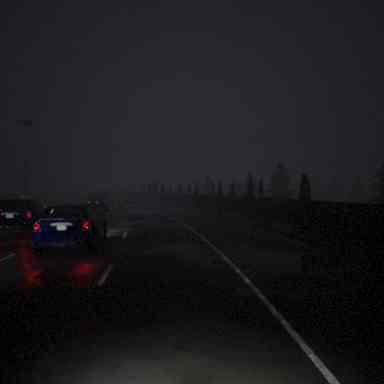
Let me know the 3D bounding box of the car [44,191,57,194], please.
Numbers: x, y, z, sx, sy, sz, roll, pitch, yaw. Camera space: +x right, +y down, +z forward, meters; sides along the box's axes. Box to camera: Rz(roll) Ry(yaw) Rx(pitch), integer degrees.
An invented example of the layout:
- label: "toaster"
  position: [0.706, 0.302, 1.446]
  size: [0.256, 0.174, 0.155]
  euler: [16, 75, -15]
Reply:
- label: "car"
  position: [-32.381, 0.477, 75.408]
  size: [4.892, 1.490, 1.837]
  euler: [1, 1, 42]

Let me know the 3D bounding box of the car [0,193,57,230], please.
- label: "car"
  position: [-8.985, 1.146, 17.818]
  size: [2.097, 1.767, 4.553]
  euler: [0, 1, -11]

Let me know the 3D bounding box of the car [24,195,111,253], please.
- label: "car"
  position: [-4.644, 1.196, 13.195]
  size: [2.097, 1.767, 4.553]
  euler: [0, 1, -8]

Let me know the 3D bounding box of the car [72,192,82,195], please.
- label: "car"
  position: [-21.736, 0.784, 63.367]
  size: [1.812, 1.442, 4.674]
  euler: [-1, 1, -39]

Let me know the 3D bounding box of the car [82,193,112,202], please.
- label: "car"
  position: [-9.348, 0.967, 32.455]
  size: [2.097, 1.767, 4.553]
  euler: [0, 1, -18]

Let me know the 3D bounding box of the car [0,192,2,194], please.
- label: "car"
  position: [-31.581, 0.623, 52.718]
  size: [2.150, 2.045, 5.566]
  euler: [0, 1, -35]

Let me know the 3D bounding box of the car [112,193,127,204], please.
- label: "car"
  position: [-11.048, 0.877, 48.493]
  size: [1.801, 1.575, 5.366]
  euler: [0, 1, -27]
